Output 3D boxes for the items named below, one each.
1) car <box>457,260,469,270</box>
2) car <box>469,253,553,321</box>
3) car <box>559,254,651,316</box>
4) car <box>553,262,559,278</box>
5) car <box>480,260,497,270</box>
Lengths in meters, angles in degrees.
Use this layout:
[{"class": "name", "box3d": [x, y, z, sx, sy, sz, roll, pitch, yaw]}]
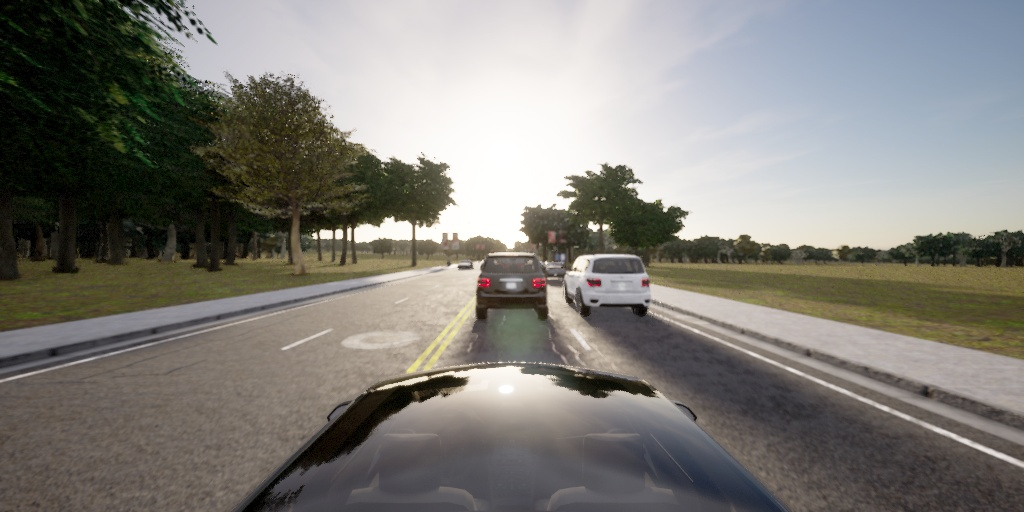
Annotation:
[{"class": "car", "box3d": [-6.586, 1.241, 51.339, 2.033, 1.411, 5.357, 0, 0, 0]}, {"class": "car", "box3d": [0.047, 0.946, 12.544, 2.150, 2.045, 5.566, 0, -1, 1]}, {"class": "car", "box3d": [3.316, 0.953, 13.439, 2.150, 2.045, 5.566, 0, 0, 0]}, {"class": "car", "box3d": [3.319, 1.204, 29.557, 2.128, 1.511, 4.902, 0, 0, 0]}, {"class": "car", "box3d": [-3.336, 1.241, 51.339, 2.033, 1.411, 5.357, 0, 0, 0]}]
